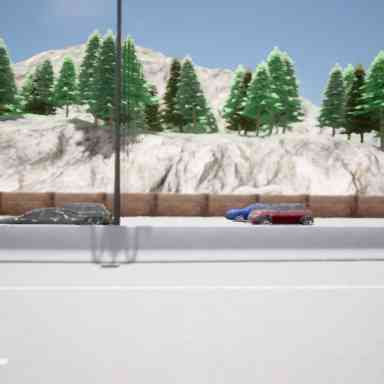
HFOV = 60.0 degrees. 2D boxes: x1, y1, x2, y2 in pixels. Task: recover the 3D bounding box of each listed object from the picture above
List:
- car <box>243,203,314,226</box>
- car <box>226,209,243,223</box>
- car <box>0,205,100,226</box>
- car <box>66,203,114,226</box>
[{"bbox_3d":[6.410,1.613,24.273,4.553,1.767,2.097,1,0,-4],"label":"car"},{"bbox_3d":[5.337,1.758,27.706,5.008,1.535,1.882,1,0,-3],"label":"car"},{"bbox_3d":[-7.446,1.575,16.638,4.892,1.490,1.837,1,0,-2],"label":"car"},{"bbox_3d":[-7.148,1.454,20.154,4.553,1.767,2.097,1,0,-2],"label":"car"}]
